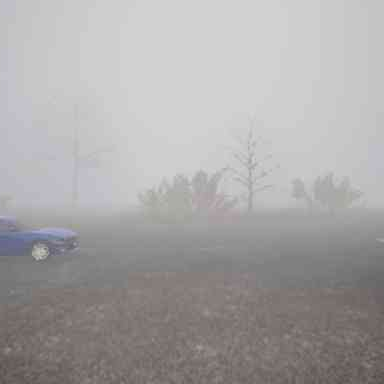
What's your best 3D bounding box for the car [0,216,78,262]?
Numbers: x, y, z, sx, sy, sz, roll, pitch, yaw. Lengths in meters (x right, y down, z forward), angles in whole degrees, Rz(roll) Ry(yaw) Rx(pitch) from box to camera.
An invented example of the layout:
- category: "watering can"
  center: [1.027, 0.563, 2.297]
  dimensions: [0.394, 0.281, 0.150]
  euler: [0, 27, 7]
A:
- category: "car"
  center: [-6.816, 1.630, 12.259]
  dimensions: [5.008, 1.535, 1.882]
  euler: [0, -1, -1]
